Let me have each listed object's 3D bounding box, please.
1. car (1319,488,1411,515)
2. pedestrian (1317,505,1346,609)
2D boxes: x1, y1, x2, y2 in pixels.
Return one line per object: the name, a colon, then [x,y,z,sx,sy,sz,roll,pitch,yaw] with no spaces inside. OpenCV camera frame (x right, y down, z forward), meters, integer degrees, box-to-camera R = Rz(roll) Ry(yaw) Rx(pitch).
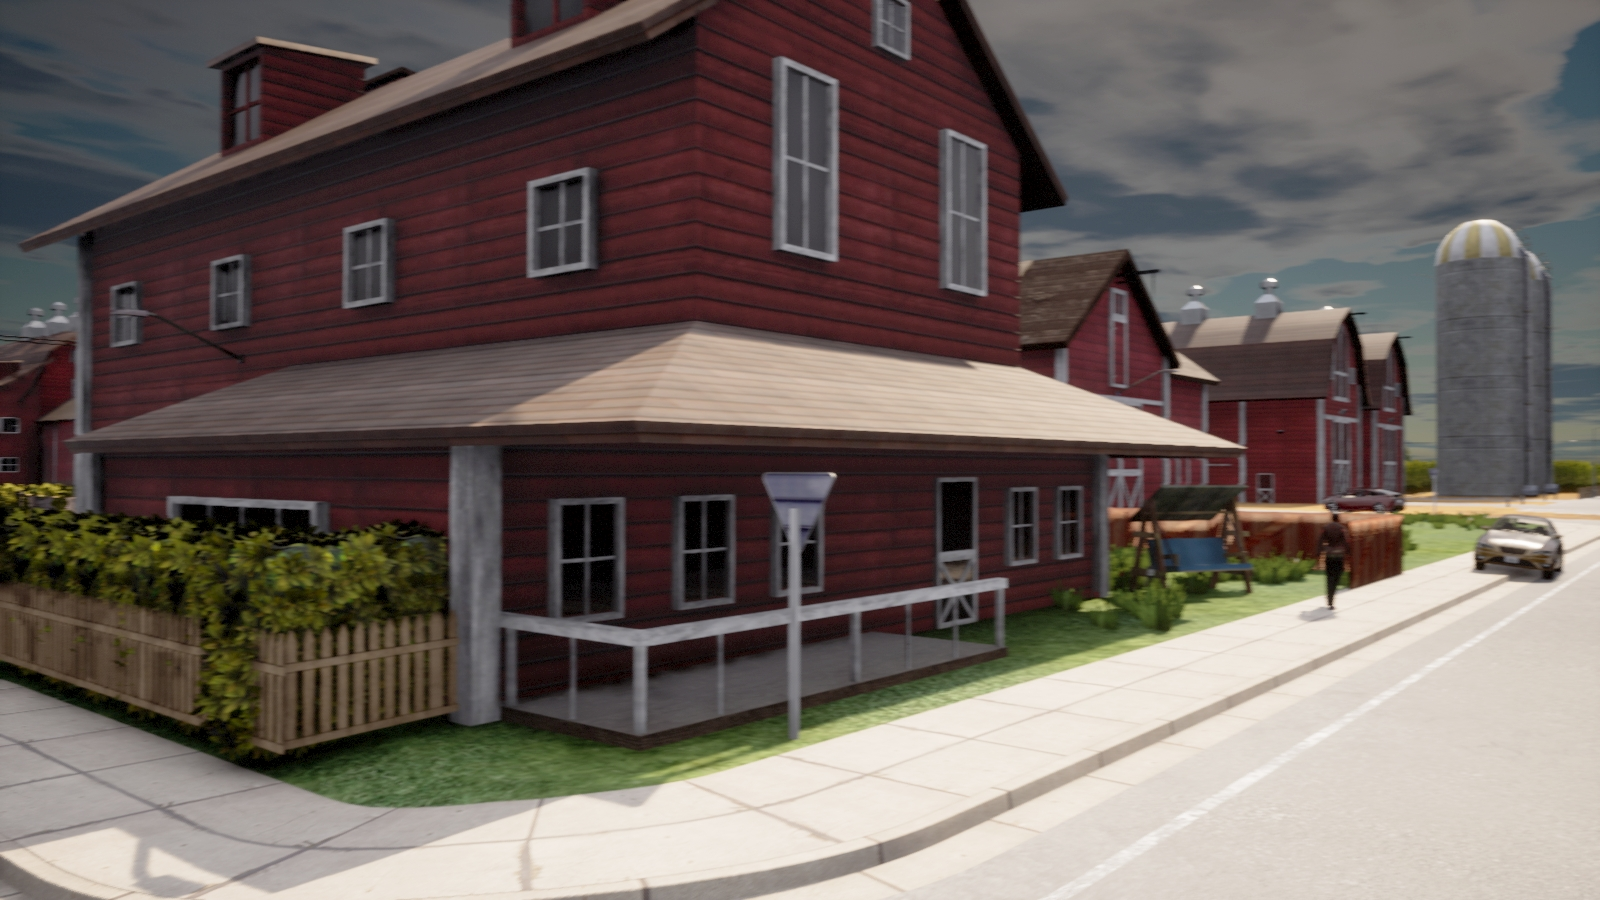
car: [33.586,3.035,68.043,2.007,1.525,4.514,1,-1,-34]
pedestrian: [9.706,1.945,20.867,0.375,1.860,0.375,-1,-1,42]
